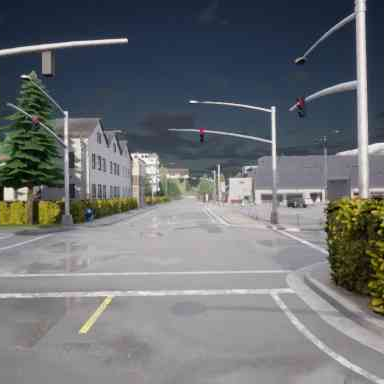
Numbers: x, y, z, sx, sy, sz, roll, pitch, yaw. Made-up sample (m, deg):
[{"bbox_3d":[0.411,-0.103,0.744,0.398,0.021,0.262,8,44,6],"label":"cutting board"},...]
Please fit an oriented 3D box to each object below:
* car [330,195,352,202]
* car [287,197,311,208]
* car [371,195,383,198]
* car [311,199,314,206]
[{"bbox_3d":[25.474,1.398,56.573,2.152,1.636,5.027,-1,-1,0],"label":"car"},{"bbox_3d":[15.416,1.629,49.172,2.007,1.523,4.514,-1,-1,0],"label":"car"},{"bbox_3d":[19.112,1.183,31.306,1.905,1.878,3.866,-1,-1,0],"label":"car"},{"bbox_3d":[19.059,1.573,56.231,1.970,1.475,3.806,-1,-1,0],"label":"car"}]
